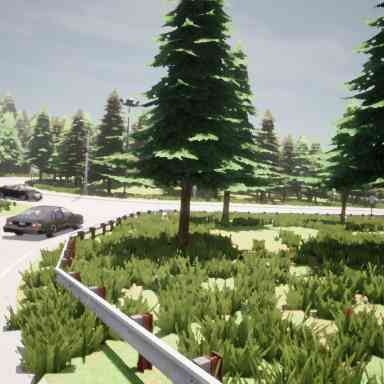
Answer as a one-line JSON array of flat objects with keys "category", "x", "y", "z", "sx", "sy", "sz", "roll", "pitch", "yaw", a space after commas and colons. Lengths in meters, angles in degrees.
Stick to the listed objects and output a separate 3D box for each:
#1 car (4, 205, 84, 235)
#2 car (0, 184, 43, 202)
[{"category": "car", "x": -7.409, "y": 1.414, "z": 17.304, "sx": 2.033, "sy": 1.411, "sz": 5.357, "roll": 4, "pitch": 1, "yaw": 3}, {"category": "car", "x": -16.891, "y": 0.028, "z": 32.751, "sx": 4.902, "sy": 1.511, "sz": 2.128, "roll": 5, "pitch": 4, "yaw": 25}]
